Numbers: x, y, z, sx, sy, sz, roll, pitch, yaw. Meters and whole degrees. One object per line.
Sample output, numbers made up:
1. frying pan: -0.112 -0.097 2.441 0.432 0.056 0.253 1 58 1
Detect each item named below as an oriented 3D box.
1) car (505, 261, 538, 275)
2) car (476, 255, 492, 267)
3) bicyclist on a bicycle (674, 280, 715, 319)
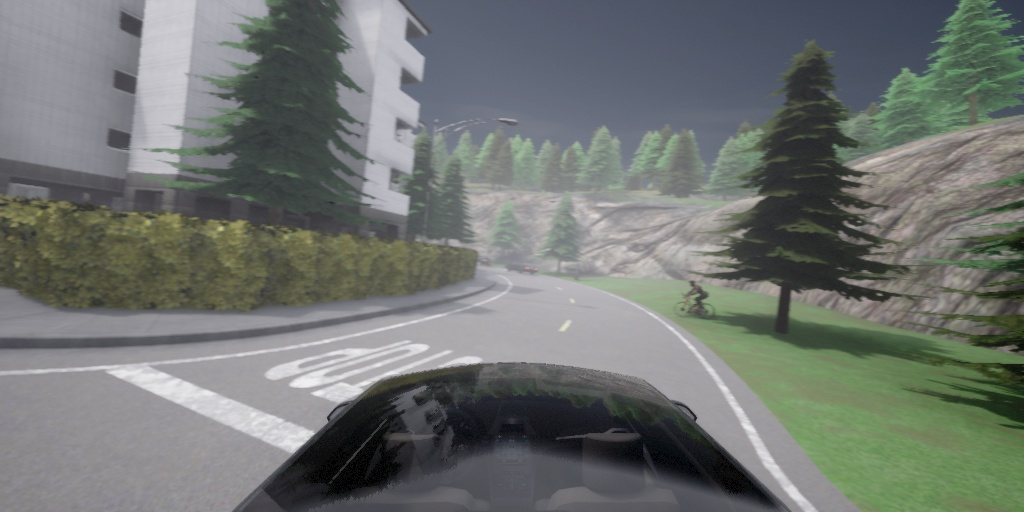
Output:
1. car: 1.069 1.299 42.152 2.033 1.411 5.357 6 0 -26
2. car: -4.960 0.582 50.900 4.892 1.490 1.837 7 1 43
3. bicyclist on a bicycle: 7.896 1.886 15.455 1.656 1.620 0.582 4 2 9
